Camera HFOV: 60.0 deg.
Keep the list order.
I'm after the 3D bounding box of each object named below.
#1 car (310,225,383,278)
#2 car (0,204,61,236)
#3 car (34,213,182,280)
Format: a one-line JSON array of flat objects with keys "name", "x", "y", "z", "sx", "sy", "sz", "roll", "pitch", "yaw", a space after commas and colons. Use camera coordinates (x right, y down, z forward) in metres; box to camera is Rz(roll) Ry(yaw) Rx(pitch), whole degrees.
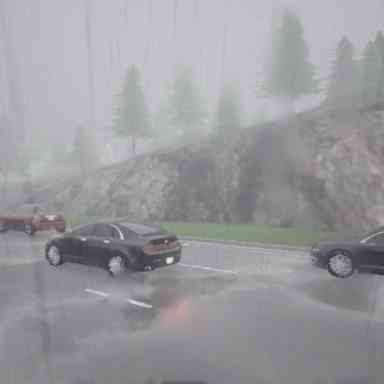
[{"name": "car", "x": 5.646, "y": 1.535, "z": 8.674, "sx": 4.892, "sy": 1.490, "sz": 1.837, "roll": -1, "pitch": 0, "yaw": 35}, {"name": "car", "x": -9.445, "y": 1.496, "z": 19.490, "sx": 4.553, "sy": 1.767, "sz": 2.097, "roll": 0, "pitch": 0, "yaw": 36}, {"name": "car", "x": -2.561, "y": 1.572, "z": 10.210, "sx": 4.892, "sy": 1.490, "sz": 1.837, "roll": 0, "pitch": 0, "yaw": 36}]
